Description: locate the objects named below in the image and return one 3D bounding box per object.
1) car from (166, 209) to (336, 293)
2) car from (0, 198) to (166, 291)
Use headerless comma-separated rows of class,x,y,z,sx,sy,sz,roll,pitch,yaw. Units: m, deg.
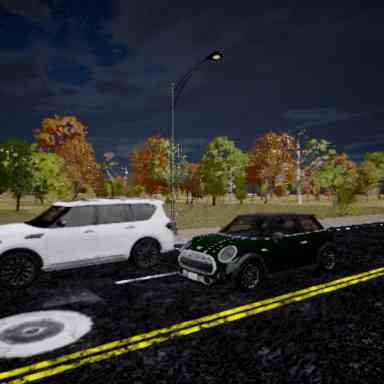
car,1.848,1.347,8.994,4.553,1.767,2.097,0,0,-35
car,-3.137,1.221,9.431,5.566,2.045,2.150,0,0,-35
